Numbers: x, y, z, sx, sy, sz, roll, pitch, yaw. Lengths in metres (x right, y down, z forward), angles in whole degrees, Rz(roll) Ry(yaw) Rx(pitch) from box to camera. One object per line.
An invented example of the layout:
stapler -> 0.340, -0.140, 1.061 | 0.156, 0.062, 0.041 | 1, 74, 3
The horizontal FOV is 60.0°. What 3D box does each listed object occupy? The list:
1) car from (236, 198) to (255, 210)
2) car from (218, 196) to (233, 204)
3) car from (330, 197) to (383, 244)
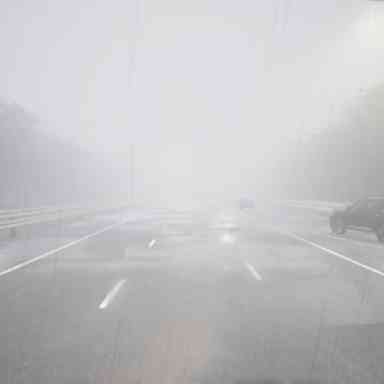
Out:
car -> 6.987, 1.525, 43.640 | 1.837, 1.490, 4.892 | 0, 0, 0
car -> 7.012, 1.612, 66.377 | 2.033, 1.411, 5.357 | 0, 0, 0
car -> 9.037, 1.244, 16.038 | 2.150, 2.045, 5.566 | 0, 0, -11
